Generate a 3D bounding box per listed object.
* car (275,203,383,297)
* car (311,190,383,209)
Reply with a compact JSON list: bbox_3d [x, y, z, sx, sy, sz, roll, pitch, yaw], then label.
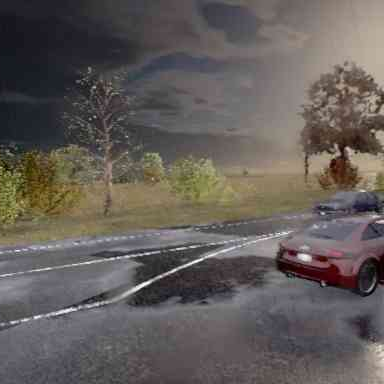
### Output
[{"bbox_3d":[3.916,1.171,7.567,4.181,1.385,1.994,-3,2,-31],"label":"car"},{"bbox_3d":[9.145,0.613,18.923,5.357,1.411,2.033,-3,2,-31],"label":"car"}]
